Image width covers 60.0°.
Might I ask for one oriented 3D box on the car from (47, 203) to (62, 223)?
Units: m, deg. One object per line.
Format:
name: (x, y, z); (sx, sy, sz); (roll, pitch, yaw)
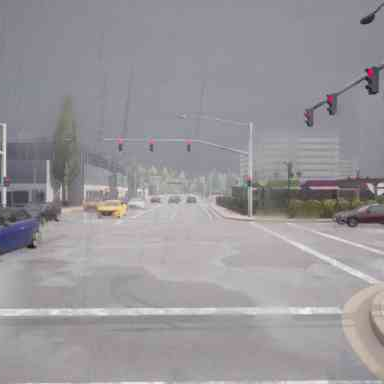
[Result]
car: (-10.634, 1.492, 23.017); (2.128, 1.511, 4.902); (0, 0, 0)

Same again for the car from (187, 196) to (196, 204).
car: (-0.095, 1.491, 64.611); (2.128, 1.511, 4.902); (0, 0, 0)

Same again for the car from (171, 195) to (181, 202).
car: (-3.610, 1.425, 74.879); (1.994, 1.385, 4.181); (0, 0, 0)

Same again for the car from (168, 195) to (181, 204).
car: (-3.595, 1.547, 64.605); (2.033, 1.411, 5.357); (0, 0, 0)

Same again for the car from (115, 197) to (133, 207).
car: (-10.669, 1.507, 52.632); (1.837, 1.490, 4.892); (0, -1, 0)

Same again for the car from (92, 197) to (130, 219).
car: (-6.953, 1.478, 29.160); (1.882, 1.535, 5.008); (0, 0, -3)

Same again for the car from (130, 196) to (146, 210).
car: (-7.160, 1.525, 42.810); (1.812, 1.442, 4.674); (0, 0, 0)

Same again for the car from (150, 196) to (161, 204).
car: (-7.128, 1.548, 65.565); (2.033, 1.411, 5.357); (0, 0, 0)

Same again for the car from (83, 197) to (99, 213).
car: (-10.654, 1.351, 37.509); (2.097, 1.767, 4.553); (0, 0, 0)

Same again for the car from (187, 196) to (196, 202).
car: (-0.110, 1.468, 74.916); (1.895, 1.301, 4.718); (0, 0, 0)

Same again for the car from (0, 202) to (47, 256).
car: (-7.117, 1.352, 11.449); (2.097, 1.767, 4.553); (0, 0, 0)

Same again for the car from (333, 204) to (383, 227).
car: (11.773, 1.526, 21.960); (4.674, 1.442, 1.812); (0, 0, 1)

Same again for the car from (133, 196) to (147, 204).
car: (-10.600, 1.624, 68.444); (2.033, 1.411, 5.357); (0, 0, 0)
